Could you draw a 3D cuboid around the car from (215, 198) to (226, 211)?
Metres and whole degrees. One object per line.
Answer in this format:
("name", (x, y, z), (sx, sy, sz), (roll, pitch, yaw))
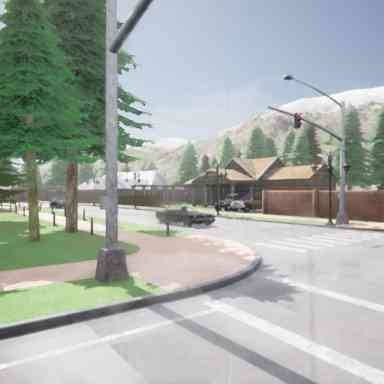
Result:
("car", (4.360, 1.157, 36.545), (3.866, 1.878, 1.905), (0, 0, -37))

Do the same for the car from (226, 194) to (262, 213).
("car", (6.182, 1.155, 34.769), (4.605, 1.855, 1.932), (0, 0, -37))

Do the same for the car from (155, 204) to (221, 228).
("car", (-0.521, 1.584, 22.296), (1.895, 1.301, 4.718), (0, 0, -37))

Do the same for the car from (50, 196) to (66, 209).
("car", (-17.240, 1.336, 44.228), (2.097, 1.767, 4.553), (0, 0, -40))
